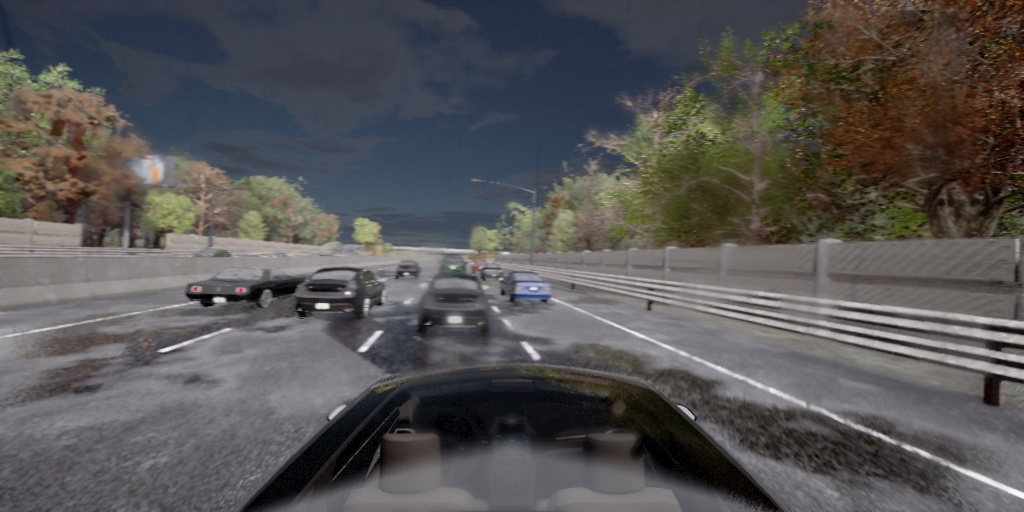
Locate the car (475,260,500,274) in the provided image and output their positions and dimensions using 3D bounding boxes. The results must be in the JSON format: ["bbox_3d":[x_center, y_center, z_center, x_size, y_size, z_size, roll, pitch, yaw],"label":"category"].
[{"bbox_3d":[-1.907,1.430,32.367,2.128,1.511,4.902,3,-1,-10],"label":"car"}]

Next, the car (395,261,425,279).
[{"bbox_3d":[-8.470,1.137,29.843,1.837,1.490,4.892,3,-1,-10],"label":"car"}]

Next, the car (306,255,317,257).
[{"bbox_3d":[-25.519,0.605,45.826,1.994,1.385,4.181,3,0,-9],"label":"car"}]

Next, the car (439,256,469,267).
[{"bbox_3d":[-4.908,1.006,29.781,2.150,2.045,5.566,3,-1,-10],"label":"car"}]

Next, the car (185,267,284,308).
[{"bbox_3d":[-9.197,1.052,13.050,1.895,1.301,4.718,3,-1,-10],"label":"car"}]

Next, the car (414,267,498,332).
[{"bbox_3d":[-1.732,1.259,10.840,1.837,1.490,4.892,3,-1,-10],"label":"car"}]

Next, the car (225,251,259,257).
[{"bbox_3d":[-32.290,0.333,43.960,1.895,1.301,4.718,3,-1,-9],"label":"car"}]

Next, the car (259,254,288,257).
[{"bbox_3d":[-28.811,0.450,44.394,1.994,1.385,4.181,3,-1,-9],"label":"car"}]

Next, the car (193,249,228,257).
[{"bbox_3d":[-35.625,-0.070,42.820,2.097,1.767,4.553,3,-1,-9],"label":"car"}]

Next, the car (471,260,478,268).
[{"bbox_3d":[-3.882,1.311,44.147,2.097,1.767,4.553,3,-1,-10],"label":"car"}]

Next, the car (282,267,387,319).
[{"bbox_3d":[-5.473,1.107,12.007,1.837,1.490,4.892,3,-1,-10],"label":"car"}]

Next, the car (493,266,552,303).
[{"bbox_3d":[0.513,1.461,17.905,2.033,1.411,5.357,3,-1,-9],"label":"car"}]
